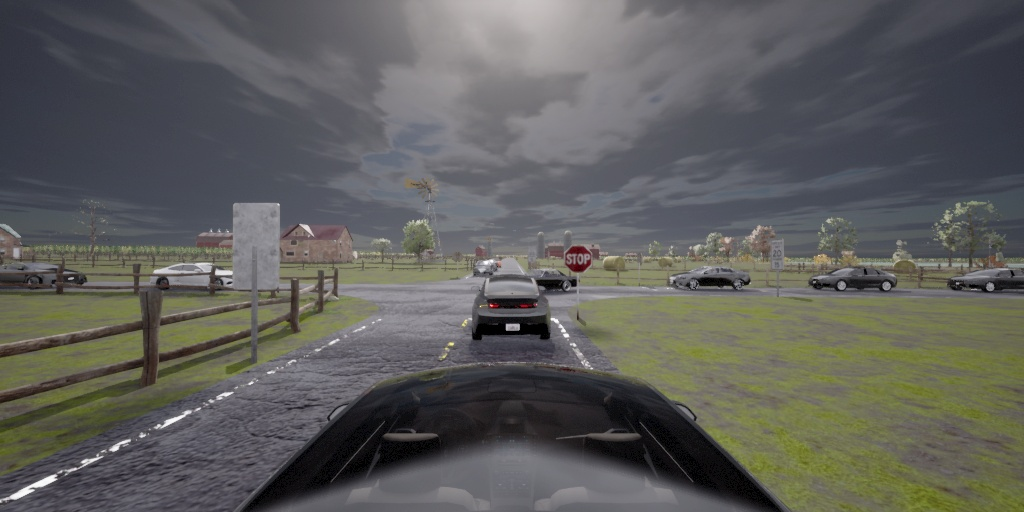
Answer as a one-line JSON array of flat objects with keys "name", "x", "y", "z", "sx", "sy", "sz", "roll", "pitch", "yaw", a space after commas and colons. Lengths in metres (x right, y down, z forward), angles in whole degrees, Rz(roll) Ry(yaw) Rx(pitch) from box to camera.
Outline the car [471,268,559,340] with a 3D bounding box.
[{"name": "car", "x": -0.082, "y": 1.256, "z": 9.981, "sx": 1.837, "sy": 1.490, "sz": 4.892, "roll": 0, "pitch": 0, "yaw": -2}]

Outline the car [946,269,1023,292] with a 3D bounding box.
[{"name": "car", "x": 31.682, "y": 1.587, "z": 23.579, "sx": 4.892, "sy": 1.490, "sz": 1.837, "roll": 1, "pitch": -1, "yaw": -1}]

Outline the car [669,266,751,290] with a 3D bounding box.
[{"name": "car", "x": 12.778, "y": 1.396, "z": 23.269, "sx": 4.902, "sy": 1.511, "sz": 2.128, "roll": 1, "pitch": -1, "yaw": -2}]

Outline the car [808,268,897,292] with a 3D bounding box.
[{"name": "car", "x": 22.179, "y": 1.499, "z": 23.449, "sx": 4.892, "sy": 1.490, "sz": 1.837, "roll": 1, "pitch": -1, "yaw": -1}]

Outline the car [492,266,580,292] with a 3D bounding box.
[{"name": "car", "x": 1.482, "y": 1.369, "z": 20.029, "sx": 4.718, "sy": 1.301, "sz": 1.895, "roll": 1, "pitch": 0, "yaw": -35}]

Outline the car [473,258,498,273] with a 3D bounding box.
[{"name": "car", "x": -2.897, "y": 1.243, "z": 36.902, "sx": 2.128, "sy": 1.511, "sz": 4.902, "roll": 0, "pitch": 0, "yaw": 0}]

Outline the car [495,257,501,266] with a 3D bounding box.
[{"name": "car", "x": -2.900, "y": 1.241, "z": 47.514, "sx": 2.128, "sy": 1.511, "sz": 4.902, "roll": 0, "pitch": 0, "yaw": 0}]

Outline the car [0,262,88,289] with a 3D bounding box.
[{"name": "car", "x": -26.381, "y": 1.048, "z": 19.790, "sx": 4.181, "sy": 1.385, "sz": 1.994, "roll": 1, "pitch": -1, "yaw": -1}]

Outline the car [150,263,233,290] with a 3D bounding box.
[{"name": "car", "x": -17.261, "y": 1.104, "z": 19.921, "sx": 4.674, "sy": 1.442, "sz": 1.812, "roll": 1, "pitch": -1, "yaw": -1}]
